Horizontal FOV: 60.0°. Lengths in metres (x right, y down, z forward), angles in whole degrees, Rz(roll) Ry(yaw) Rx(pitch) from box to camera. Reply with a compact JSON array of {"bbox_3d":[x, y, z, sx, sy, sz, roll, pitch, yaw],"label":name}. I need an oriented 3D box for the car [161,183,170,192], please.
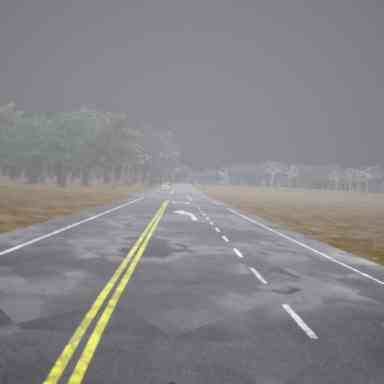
[{"bbox_3d":[-6.659,-1.259,83.695,2.150,2.045,5.566,5,2,-3],"label":"car"}]
